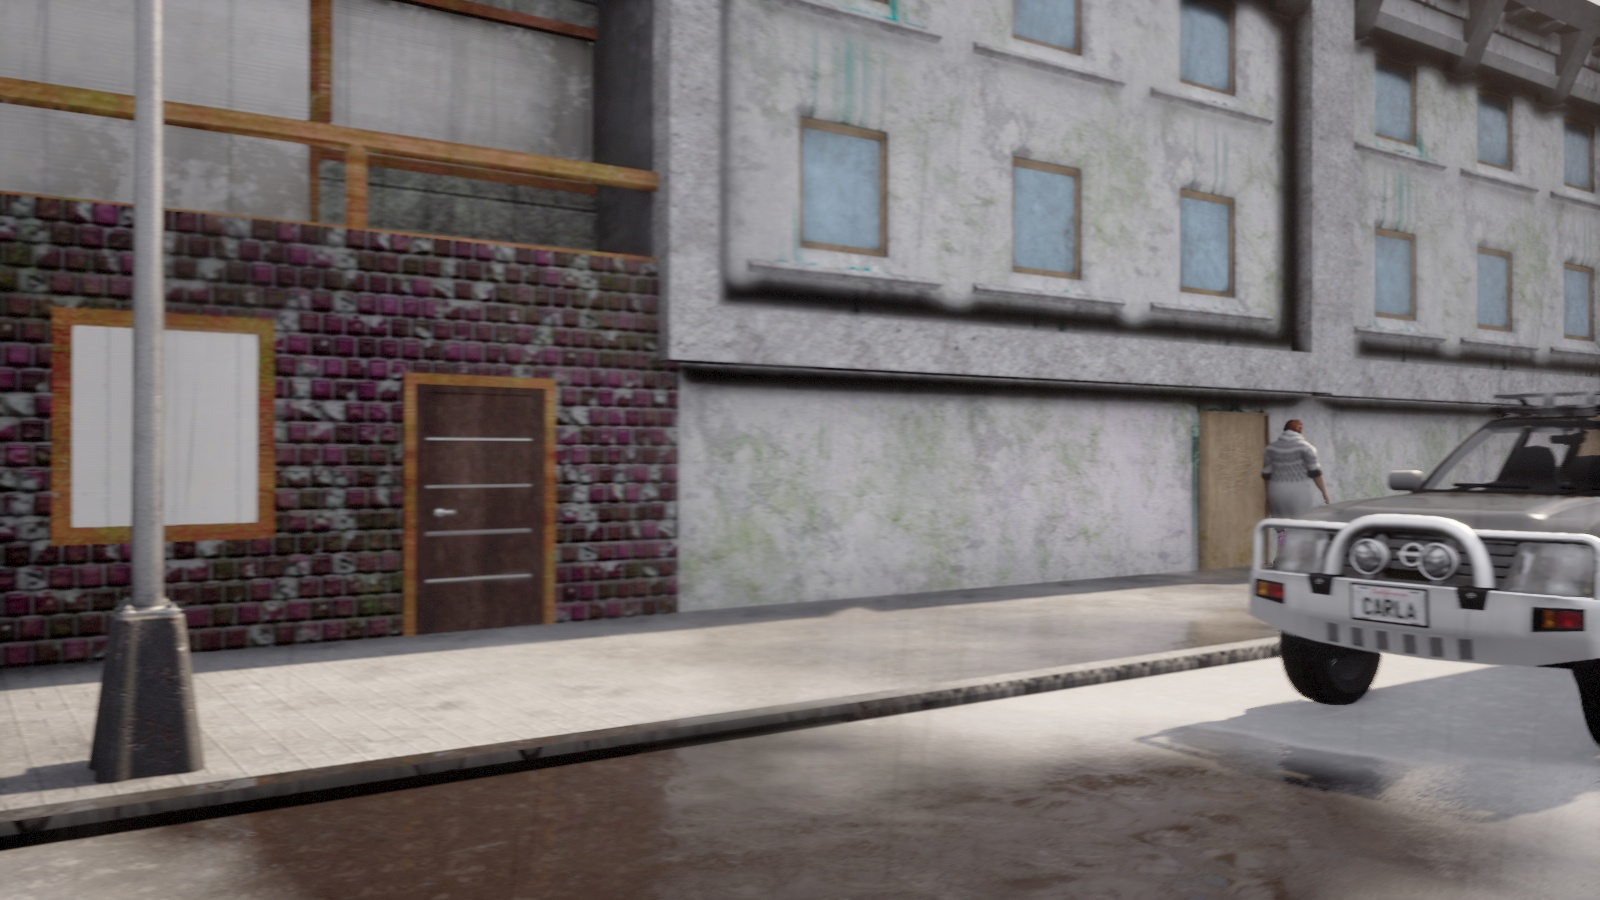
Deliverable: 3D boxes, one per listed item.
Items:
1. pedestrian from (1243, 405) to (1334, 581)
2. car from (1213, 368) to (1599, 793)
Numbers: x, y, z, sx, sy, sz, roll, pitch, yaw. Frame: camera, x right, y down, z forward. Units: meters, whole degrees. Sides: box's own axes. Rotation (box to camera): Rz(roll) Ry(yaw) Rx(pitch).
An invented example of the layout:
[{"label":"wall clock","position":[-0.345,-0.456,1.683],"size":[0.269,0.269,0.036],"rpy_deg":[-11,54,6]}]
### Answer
[{"label":"pedestrian","position":[5.618,0.478,14.442],"size":[0.873,1.952,0.659],"rpy_deg":[0,0,-43]},{"label":"car","position":[4.767,0.570,7.587],"size":[4.605,1.855,1.932],"rpy_deg":[0,0,-35]}]
